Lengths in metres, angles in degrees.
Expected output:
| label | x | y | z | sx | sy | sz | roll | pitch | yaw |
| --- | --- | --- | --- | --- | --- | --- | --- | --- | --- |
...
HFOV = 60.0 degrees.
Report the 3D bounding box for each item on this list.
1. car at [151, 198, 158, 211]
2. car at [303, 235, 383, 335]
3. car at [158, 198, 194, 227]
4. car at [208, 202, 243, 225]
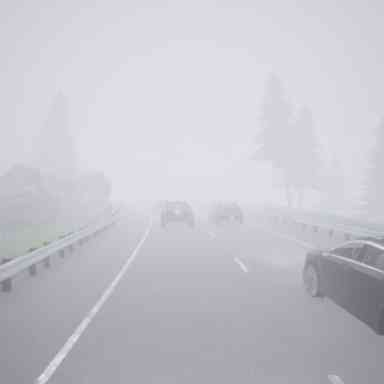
| label | x | y | z | sx | sy | sz | roll | pitch | yaw |
| --- | --- | --- | --- | --- | --- | --- | --- | --- | --- |
| car | -3.790 | 1.441 | 40.177 | 2.128 | 1.511 | 4.902 | 0 | 0 | -13 |
| car | 3.457 | 1.477 | 5.583 | 2.128 | 1.511 | 4.902 | 0 | 0 | -1 |
| car | -1.072 | 1.321 | 22.602 | 2.097 | 1.767 | 4.553 | 0 | 0 | -5 |
| car | 2.334 | 1.453 | 23.829 | 2.128 | 1.511 | 4.902 | 0 | 0 | -5 |
